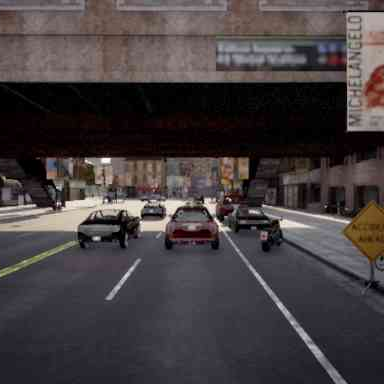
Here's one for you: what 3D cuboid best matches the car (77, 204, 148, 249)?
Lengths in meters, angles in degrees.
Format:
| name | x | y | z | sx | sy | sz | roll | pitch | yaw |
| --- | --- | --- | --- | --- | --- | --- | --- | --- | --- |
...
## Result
| name | x | y | z | sx | sy | sz | roll | pitch | yaw |
| --- | --- | --- | --- | --- | --- | --- | --- | --- | --- |
| car | -3.483 | 1.494 | 14.636 | 2.128 | 1.511 | 4.902 | 0 | 0 | 0 |

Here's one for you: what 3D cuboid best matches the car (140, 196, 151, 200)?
| name | x | y | z | sx | sy | sz | roll | pitch | yaw |
| --- | --- | --- | --- | --- | --- | --- | --- | --- | --- |
| car | -10.430 | 1.536 | 75.059 | 2.033 | 1.411 | 5.357 | 0 | 0 | 0 |

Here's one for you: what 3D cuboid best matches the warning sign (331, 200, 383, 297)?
| name | x | y | z | sx | sy | sz | roll | pitch | yaw |
| --- | --- | --- | --- | --- | --- | --- | --- | --- | --- |
| warning sign | 3.800 | 1.114 | 7.032 | 1.300 | 1.860 | 1.060 | 0 | 0 | 0 |

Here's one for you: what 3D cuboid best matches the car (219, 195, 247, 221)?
| name | x | y | z | sx | sy | sz | roll | pitch | yaw |
| --- | --- | --- | --- | --- | --- | --- | --- | --- | --- |
| car | 3.180 | 1.227 | 26.981 | 2.435 | 2.045 | 5.566 | 0 | 0 | 0 |

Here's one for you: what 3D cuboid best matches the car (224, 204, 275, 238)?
| name | x | y | z | sx | sy | sz | roll | pitch | yaw |
| --- | --- | --- | --- | --- | --- | --- | --- | --- | --- |
| car | 3.225 | 1.593 | 19.584 | 1.895 | 1.301 | 4.718 | 0 | 0 | 0 |

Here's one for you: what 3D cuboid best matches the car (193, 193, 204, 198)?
| name | x | y | z | sx | sy | sz | roll | pitch | yaw |
| --- | --- | --- | --- | --- | --- | --- | --- | --- | --- |
| car | 1.334 | 1.199 | 67.065 | 2.150 | 2.045 | 5.566 | 0 | 0 | 0 |

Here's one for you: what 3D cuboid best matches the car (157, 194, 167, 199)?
| name | x | y | z | sx | sy | sz | roll | pitch | yaw |
| --- | --- | --- | --- | --- | --- | --- | --- | --- | --- |
| car | -6.939 | 1.537 | 75.597 | 2.033 | 1.411 | 5.357 | 0 | 0 | -3 |

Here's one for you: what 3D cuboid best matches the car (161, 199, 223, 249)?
| name | x | y | z | sx | sy | sz | roll | pitch | yaw |
| --- | --- | --- | --- | --- | --- | --- | --- | --- | --- |
| car | 0.016 | 1.365 | 14.577 | 2.097 | 1.767 | 4.553 | 0 | 0 | 0 |

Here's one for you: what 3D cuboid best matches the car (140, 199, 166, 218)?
| name | x | y | z | sx | sy | sz | roll | pitch | yaw |
| --- | --- | --- | --- | --- | --- | --- | --- | --- | --- |
| car | -3.371 | 1.572 | 29.650 | 1.994 | 1.385 | 4.181 | 0 | 0 | 0 |
